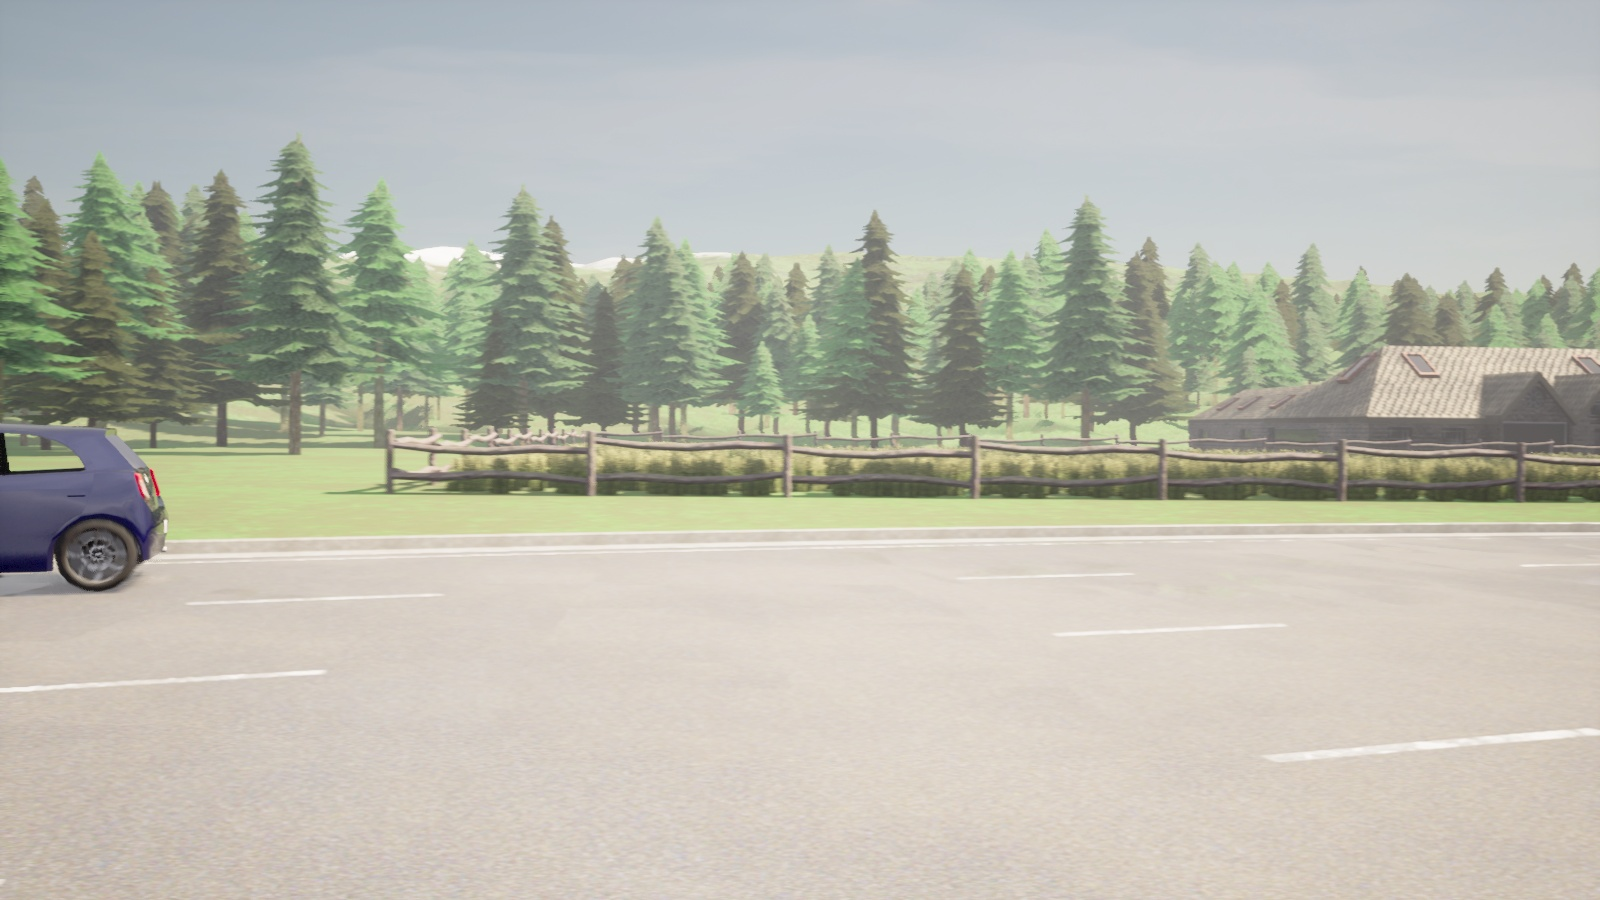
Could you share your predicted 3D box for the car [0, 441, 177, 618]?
[{"bbox_3d":[-7.782,0.700,11.438,3.633,1.501,1.845,-1,1,-23],"label":"car"}]
